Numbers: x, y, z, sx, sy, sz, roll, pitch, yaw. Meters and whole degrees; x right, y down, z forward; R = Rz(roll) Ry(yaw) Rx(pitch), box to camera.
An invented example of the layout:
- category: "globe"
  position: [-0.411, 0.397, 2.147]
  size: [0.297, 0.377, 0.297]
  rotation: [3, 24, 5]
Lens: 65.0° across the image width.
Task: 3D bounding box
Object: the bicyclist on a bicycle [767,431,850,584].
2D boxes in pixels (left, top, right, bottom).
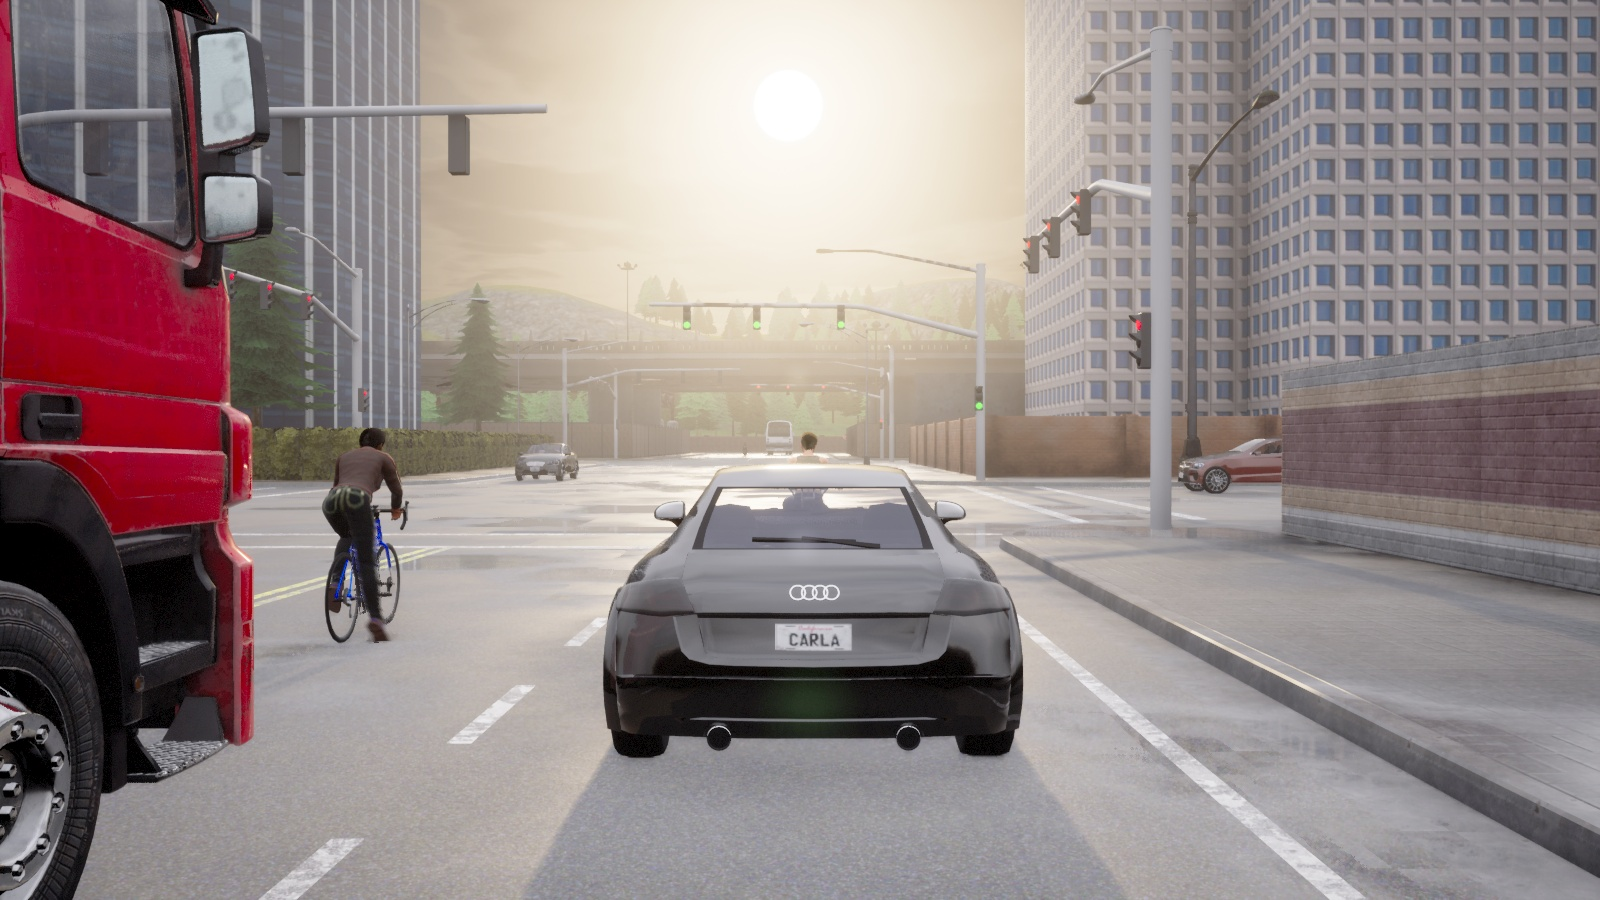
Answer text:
- category: "bicyclist on a bicycle"
  position: [0.093, 0.604, 13.967]
  size: [0.866, 1.612, 1.509]
  rotation: [0, 0, 0]

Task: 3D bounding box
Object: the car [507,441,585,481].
- category: "car"
  position: [-10.185, 0.408, 50.752]
  size: [2.128, 1.511, 4.902]
  rotation: [0, 0, 0]

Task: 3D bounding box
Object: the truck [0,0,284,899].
- category: "truck"
  position: [-3.478, -0.243, 0.926]
  size: [2.891, 3.462, 7.936]
  rotation: [0, 0, 0]

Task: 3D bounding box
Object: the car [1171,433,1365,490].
- category: "car"
  position: [13.928, 0.324, 37.603]
  size: [5.027, 1.651, 2.152]
  rotation: [0, 0, 1]

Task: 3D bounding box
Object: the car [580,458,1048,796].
- category: "car"
  position: [0.060, 0.768, 7.443]
  size: [1.994, 1.385, 4.181]
  rotation: [0, 0, 0]

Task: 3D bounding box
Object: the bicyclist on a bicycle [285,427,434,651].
- category: "bicyclist on a bicycle"
  position: [-3.426, 0.641, 9.899]
  size: [0.582, 1.620, 1.656]
  rotation: [0, 0, 0]
